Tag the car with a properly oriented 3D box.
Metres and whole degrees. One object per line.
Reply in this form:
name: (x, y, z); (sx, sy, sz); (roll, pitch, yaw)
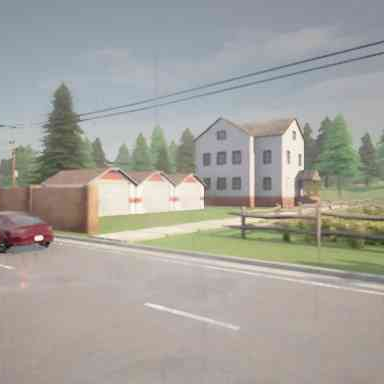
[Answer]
car: (-7.481, 1.517, 13.556); (4.674, 1.442, 1.812); (0, 0, 36)
